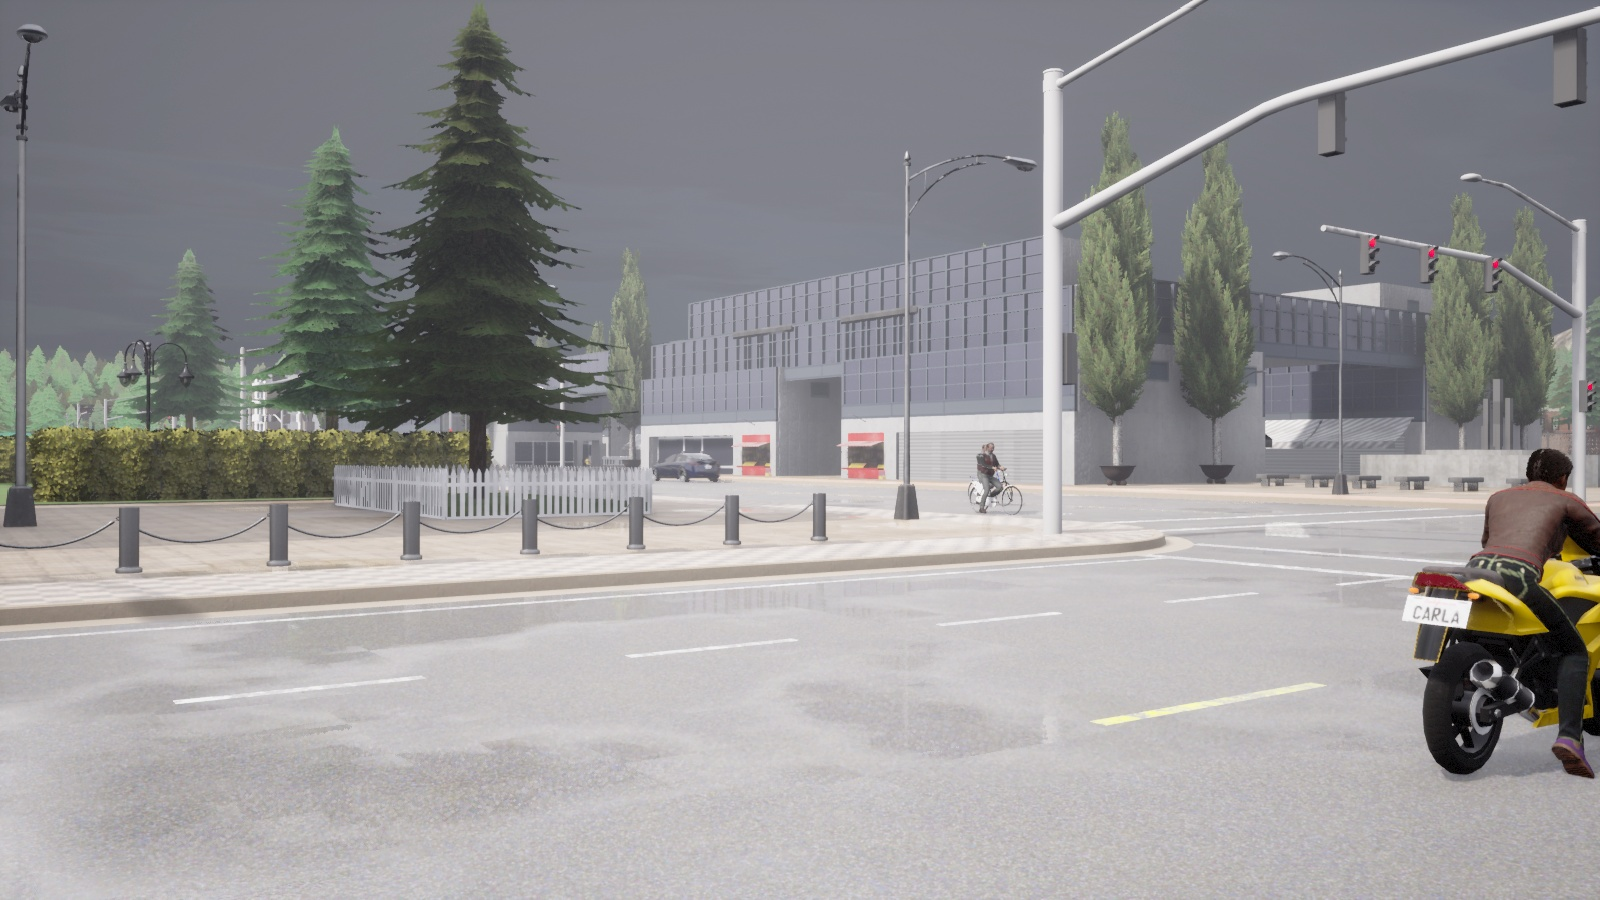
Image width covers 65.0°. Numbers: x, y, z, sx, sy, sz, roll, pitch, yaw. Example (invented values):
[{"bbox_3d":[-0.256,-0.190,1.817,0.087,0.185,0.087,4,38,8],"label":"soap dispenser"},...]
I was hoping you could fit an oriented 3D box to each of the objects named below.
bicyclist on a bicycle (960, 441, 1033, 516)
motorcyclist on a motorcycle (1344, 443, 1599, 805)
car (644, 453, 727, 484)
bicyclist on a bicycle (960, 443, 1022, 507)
[{"bbox_3d":[4.793,0.680,30.691,0.659,1.776,1.843,0,0,-35],"label":"bicyclist on a bicycle"},{"bbox_3d":[3.643,0.734,6.198,2.044,1.523,0.797,0,0,-35],"label":"motorcyclist on a motorcycle"},{"bbox_3d":[-5.918,0.915,64.391,2.163,1.488,4.792,0,0,-35],"label":"car"},{"bbox_3d":[5.441,0.692,35.879,0.659,1.776,1.843,0,0,-35],"label":"bicyclist on a bicycle"}]
